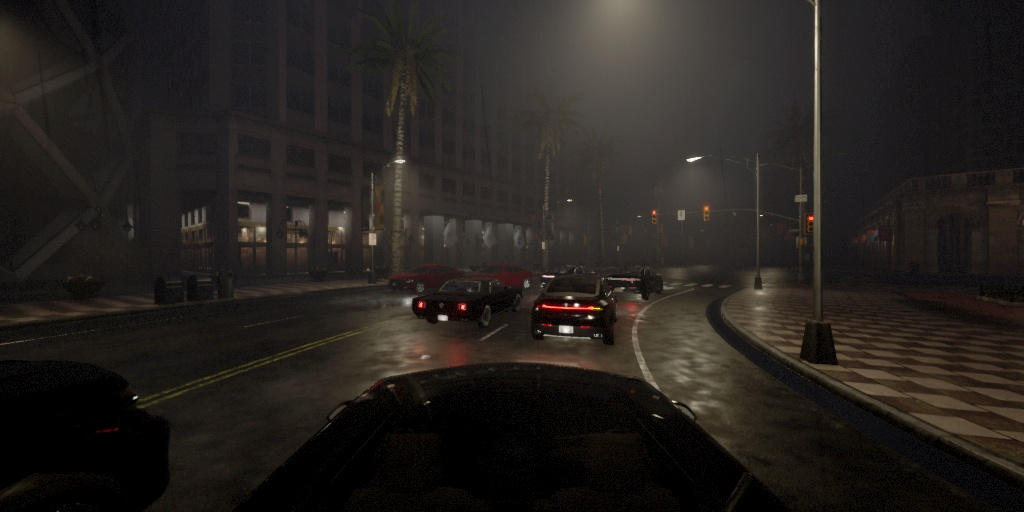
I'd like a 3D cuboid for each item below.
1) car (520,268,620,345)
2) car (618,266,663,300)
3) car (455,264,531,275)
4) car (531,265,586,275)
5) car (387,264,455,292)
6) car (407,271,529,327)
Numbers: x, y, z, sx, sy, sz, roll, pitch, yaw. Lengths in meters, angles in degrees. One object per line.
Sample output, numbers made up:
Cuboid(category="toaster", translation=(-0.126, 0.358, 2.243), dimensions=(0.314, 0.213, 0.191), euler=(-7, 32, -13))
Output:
Cuboid(category="car", translation=(1.829, 1.249, 9.629), dimensions=(1.837, 1.490, 4.892), euler=(0, 0, 17))
Cuboid(category="car", translation=(6.149, 1.227, 17.756), dimensions=(2.128, 1.511, 4.902), euler=(0, 0, 33))
Cuboid(category="car", translation=(-0.706, 1.218, 20.637), dimensions=(1.882, 1.535, 5.008), euler=(0, 0, 34))
Cuboid(category="car", translation=(3.325, 1.228, 19.721), dimensions=(2.128, 1.511, 4.902), euler=(0, 0, 33))
Cuboid(category="car", translation=(-4.791, 1.222, 20.614), dimensions=(1.882, 1.535, 5.008), euler=(0, 0, 31))
Cuboid(category="car", translation=(-1.115, 1.347, 11.598), dimensions=(1.895, 1.301, 4.718), euler=(0, 0, 19))
